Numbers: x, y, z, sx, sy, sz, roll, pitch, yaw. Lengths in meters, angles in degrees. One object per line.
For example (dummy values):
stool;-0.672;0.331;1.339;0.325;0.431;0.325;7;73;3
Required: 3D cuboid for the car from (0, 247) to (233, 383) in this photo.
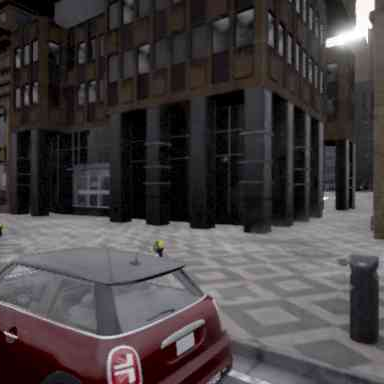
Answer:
car;-1.642;1.443;4.243;4.097;1.590;1.967;0;0;35
